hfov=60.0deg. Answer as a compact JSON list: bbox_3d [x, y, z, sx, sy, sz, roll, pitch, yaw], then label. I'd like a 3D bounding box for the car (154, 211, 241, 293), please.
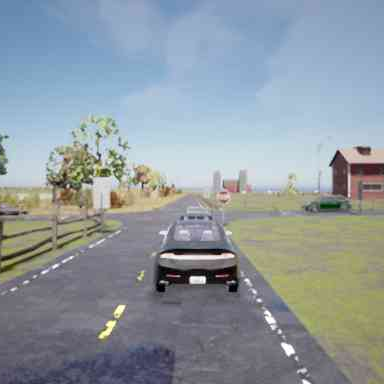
[{"bbox_3d":[0.105,1.485,8.835,2.128,1.511,4.902,0,0,0],"label":"car"}]

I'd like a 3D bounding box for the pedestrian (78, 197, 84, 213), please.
[{"bbox_3d":[-12.148,1.392,36.445,0.375,1.860,0.375,0,1,0],"label":"pedestrian"}]

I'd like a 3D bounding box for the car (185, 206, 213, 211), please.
[{"bbox_3d":[0.436,1.586,21.860,1.895,1.301,4.718,0,0,4],"label":"car"}]

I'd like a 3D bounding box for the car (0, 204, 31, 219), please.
[{"bbox_3d":[-17.856,1.769,30.527,5.357,1.411,2.033,-1,1,1],"label":"car"}]

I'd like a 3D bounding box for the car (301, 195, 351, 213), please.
[{"bbox_3d":[13.270,1.110,33.214,4.553,1.767,2.097,-1,1,0],"label":"car"}]
